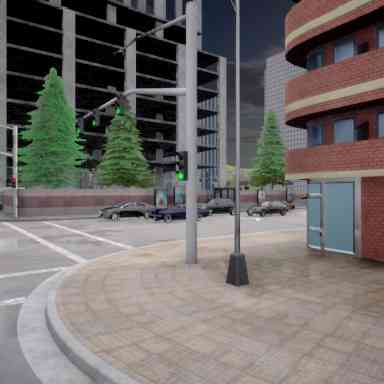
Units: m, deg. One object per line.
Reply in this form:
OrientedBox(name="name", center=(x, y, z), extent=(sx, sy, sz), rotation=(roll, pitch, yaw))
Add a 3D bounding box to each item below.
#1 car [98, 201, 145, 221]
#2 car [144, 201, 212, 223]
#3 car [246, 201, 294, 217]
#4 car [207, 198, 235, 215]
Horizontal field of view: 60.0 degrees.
OrientedBox(name="car", center=(-5.288, 1.547, 27.587), extent=(4.902, 1.511, 2.128), rotation=(0, 0, -35))
OrientedBox(name="car", center=(-1.025, 1.656, 26.315), extent=(4.718, 1.301, 1.895), rotation=(0, 0, -35))
OrientedBox(name="car", center=(7.355, 1.581, 32.239), extent=(4.674, 1.442, 1.812), rotation=(0, 0, -35))
OrientedBox(name="car", center=(2.198, 1.407, 32.882), extent=(4.553, 1.767, 2.097), rotation=(0, 0, -35))
